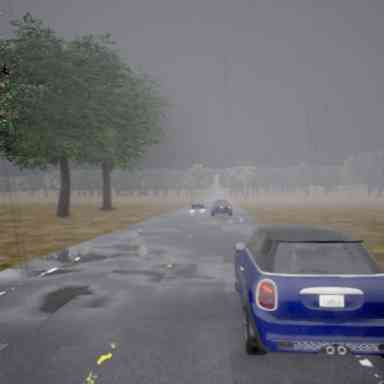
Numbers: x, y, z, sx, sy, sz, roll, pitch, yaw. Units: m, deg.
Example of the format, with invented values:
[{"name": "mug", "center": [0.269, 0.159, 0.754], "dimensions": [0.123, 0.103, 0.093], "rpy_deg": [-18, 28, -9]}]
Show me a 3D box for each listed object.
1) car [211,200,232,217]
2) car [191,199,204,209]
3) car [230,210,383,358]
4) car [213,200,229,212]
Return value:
[{"name": "car", "center": [3.121, 1.595, 34.996], "dimensions": [2.097, 1.767, 4.553], "rpy_deg": [-1, 0, 5]}, {"name": "car", "center": [0.916, 1.868, 51.699], "dimensions": [1.882, 1.535, 5.008], "rpy_deg": [-1, -1, 5]}, {"name": "car", "center": [1.905, 1.382, 6.239], "dimensions": [2.097, 1.767, 4.553], "rpy_deg": [-1, 0, 5]}, {"name": "car", "center": [3.929, 1.871, 45.140], "dimensions": [1.994, 1.385, 4.181], "rpy_deg": [-1, 0, 5]}]
